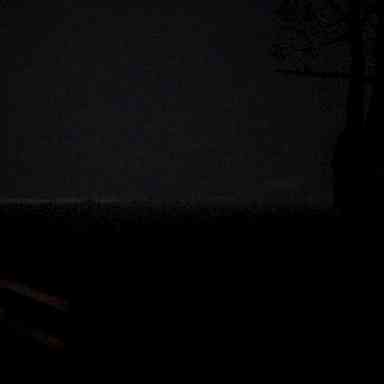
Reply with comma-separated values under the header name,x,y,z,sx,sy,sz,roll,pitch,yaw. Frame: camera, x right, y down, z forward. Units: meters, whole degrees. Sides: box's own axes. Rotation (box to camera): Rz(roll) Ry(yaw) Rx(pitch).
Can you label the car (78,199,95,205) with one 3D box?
name,x,y,z,sx,sy,sz,roll,pitch,yaw
car,-24.009,2.321,76.125,1.812,1.442,4.674,-1,-1,18
